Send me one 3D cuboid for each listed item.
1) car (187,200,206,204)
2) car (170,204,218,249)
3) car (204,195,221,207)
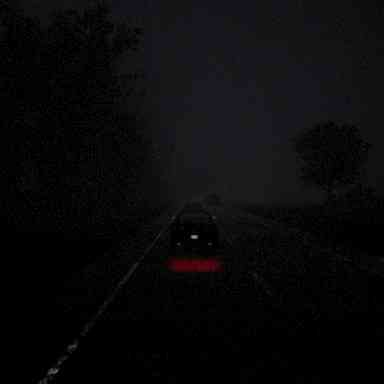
[{"bbox_3d":[0.083,1.692,32.917,1.994,1.385,4.181,0,0,0],"label":"car"},{"bbox_3d":[0.092,1.535,14.888,1.882,1.535,5.008,0,0,0],"label":"car"},{"bbox_3d":[3.576,1.442,55.521,2.150,2.045,5.566,0,0,0],"label":"car"}]
